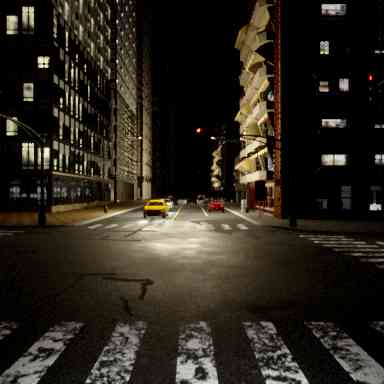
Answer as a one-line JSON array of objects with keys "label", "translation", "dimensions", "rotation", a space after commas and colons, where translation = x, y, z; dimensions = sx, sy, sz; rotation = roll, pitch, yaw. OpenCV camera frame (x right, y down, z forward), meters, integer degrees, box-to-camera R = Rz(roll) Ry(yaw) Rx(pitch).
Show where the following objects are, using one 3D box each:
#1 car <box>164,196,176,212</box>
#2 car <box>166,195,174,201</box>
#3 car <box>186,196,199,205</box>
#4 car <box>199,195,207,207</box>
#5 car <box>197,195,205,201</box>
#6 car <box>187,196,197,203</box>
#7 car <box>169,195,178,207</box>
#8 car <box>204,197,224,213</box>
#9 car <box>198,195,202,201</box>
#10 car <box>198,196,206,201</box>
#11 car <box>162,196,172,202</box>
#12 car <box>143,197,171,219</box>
[{"label": "car", "translation": [-3.193, 1.537, 39.535], "dimensions": [1.812, 1.442, 4.674], "rotation": [0, 0, 0]}, {"label": "car", "translation": [-5.899, 1.597, 89.615], "dimensions": [1.887, 1.381, 4.507], "rotation": [0, 0, 0]}, {"label": "car", "translation": [-0.041, 1.529, 59.926], "dimensions": [1.837, 1.490, 4.892], "rotation": [0, 0, 0]}, {"label": "car", "translation": [2.575, 1.568, 50.095], "dimensions": [2.008, 1.369, 4.403], "rotation": [0, 0, 0]}, {"label": "car", "translation": [2.481, 1.492, 89.635], "dimensions": [1.967, 1.590, 4.097], "rotation": [0, 0, 0]}, {"label": "car", "translation": [-0.078, 1.595, 70.237], "dimensions": [1.994, 1.385, 4.181], "rotation": [0, 0, 0]}, {"label": "car", "translation": [-3.207, 1.567, 53.186], "dimensions": [2.033, 1.411, 5.357], "rotation": [0, 0, 0]}, {"label": "car", "translation": [2.655, 1.592, 37.178], "dimensions": [1.802, 1.307, 4.206], "rotation": [0, 0, 0]}, {"label": "car", "translation": [2.562, 1.572, 55.743], "dimensions": [2.008, 1.369, 4.403], "rotation": [0, 0, 0]}, {"label": "car", "translation": [2.494, 1.628, 83.986], "dimensions": [1.802, 1.307, 4.206], "rotation": [0, 0, 0]}, {"label": "car", "translation": [-5.872, 1.591, 78.317], "dimensions": [2.008, 1.369, 4.403], "rotation": [0, 0, 0]}, {"label": "car", "translation": [-3.170, 1.483, 29.776], "dimensions": [1.882, 1.535, 5.008], "rotation": [0, 0, 0]}]
